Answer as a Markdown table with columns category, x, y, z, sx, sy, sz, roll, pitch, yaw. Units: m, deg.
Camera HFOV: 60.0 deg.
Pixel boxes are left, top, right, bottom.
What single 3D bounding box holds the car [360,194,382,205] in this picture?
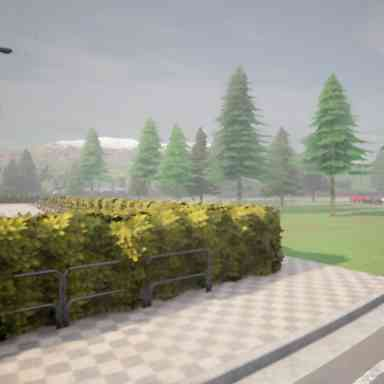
| category | x | y | z | sx | sy | sz | roll | pitch | yaw |
| --- | --- | --- | --- | --- | --- | --- | --- | --- | --- |
| car | 33.221 | 1.583 | 60.939 | 2.128 | 1.511 | 4.902 | 0 | 0 | 12 |

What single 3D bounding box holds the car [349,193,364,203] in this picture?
| category | x | y | z | sx | sy | sz | roll | pitch | yaw |
| --- | --- | --- | --- | --- | --- | --- | --- | --- | --- |
| car | 35.360 | 1.240 | 71.103 | 2.150 | 2.045 | 5.566 | 0 | 0 | 12 |
